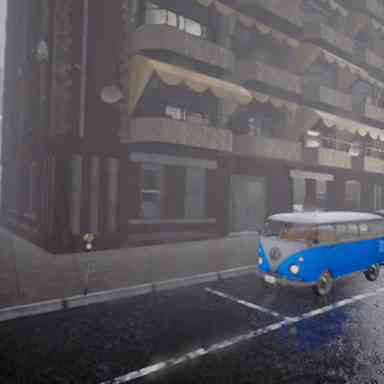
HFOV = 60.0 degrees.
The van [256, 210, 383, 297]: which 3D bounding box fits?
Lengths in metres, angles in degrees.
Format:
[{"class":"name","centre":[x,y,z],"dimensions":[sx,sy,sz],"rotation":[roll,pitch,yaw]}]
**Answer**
[{"class":"van","centre":[3.440,1.431,8.610],"dimensions":[3.998,1.788,1.690],"rotation":[1,1,-36]}]
